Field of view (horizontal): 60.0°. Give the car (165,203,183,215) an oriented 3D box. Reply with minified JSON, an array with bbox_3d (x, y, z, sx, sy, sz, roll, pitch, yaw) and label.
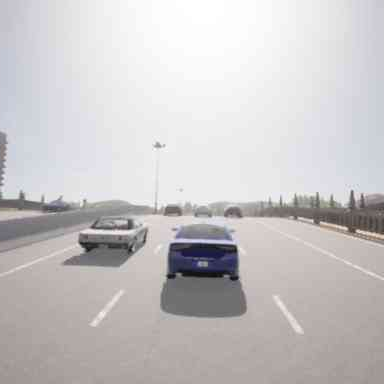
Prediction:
[{"bbox_3d":[-2.155,2.073,40.370,1.882,1.535,5.008,1,-3,2],"label":"car"}]

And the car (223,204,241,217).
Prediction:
[{"bbox_3d":[4.839,2.272,40.153,1.837,1.490,4.892,1,-3,2],"label":"car"}]

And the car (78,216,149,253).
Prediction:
[{"bbox_3d":[-3.037,1.669,13.975,1.895,1.301,4.718,1,-1,2],"label":"car"}]

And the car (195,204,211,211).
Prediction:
[{"bbox_3d":[1.314,2.160,39.393,1.812,1.442,4.674,1,-3,2],"label":"car"}]

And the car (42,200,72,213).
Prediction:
[{"bbox_3d":[-16.261,1.709,40.320,1.882,1.535,5.008,1,-3,2],"label":"car"}]

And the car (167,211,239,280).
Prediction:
[{"bbox_3d":[0.348,1.594,10.413,1.882,1.535,5.008,1,-1,2],"label":"car"}]
